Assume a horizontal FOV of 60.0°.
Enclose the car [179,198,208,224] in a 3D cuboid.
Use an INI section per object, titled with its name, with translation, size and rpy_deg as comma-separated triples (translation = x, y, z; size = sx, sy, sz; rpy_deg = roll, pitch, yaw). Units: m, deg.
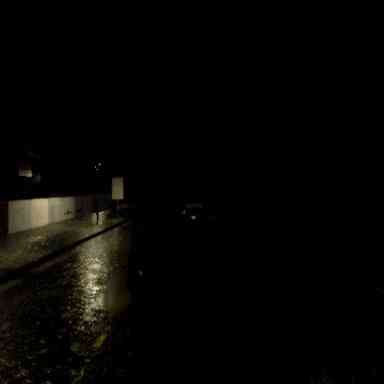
[car]
translation = 0.094, 1.367, 22.907
size = 1.812, 1.442, 4.674
rpy_deg = 0, 1, 0
